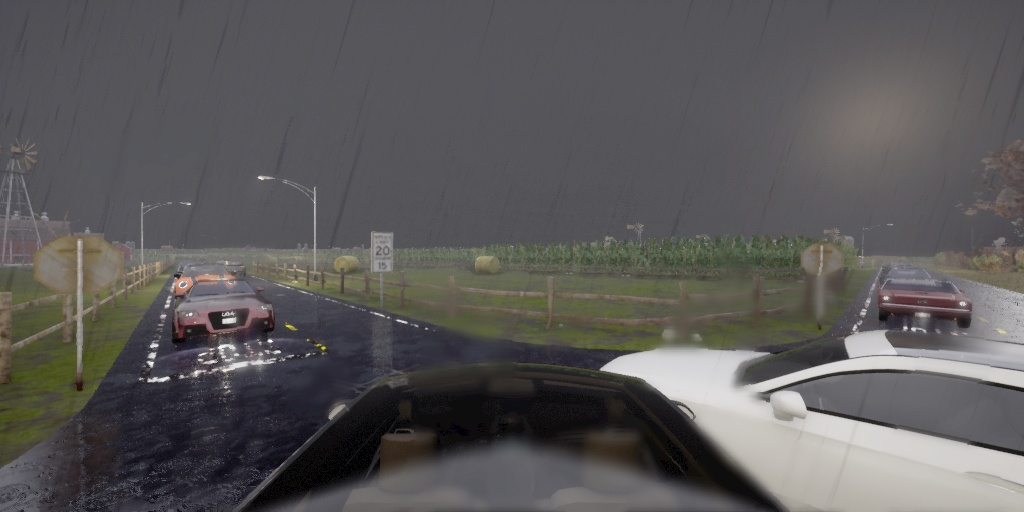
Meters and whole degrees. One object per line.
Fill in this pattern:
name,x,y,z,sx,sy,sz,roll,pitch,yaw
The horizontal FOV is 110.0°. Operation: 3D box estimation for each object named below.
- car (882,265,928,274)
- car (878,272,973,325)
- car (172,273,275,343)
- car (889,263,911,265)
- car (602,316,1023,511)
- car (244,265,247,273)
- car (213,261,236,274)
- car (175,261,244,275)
car,20.334,1.368,18.440,5.357,1.411,2.033,0,1,-44
car,13.353,1.400,11.773,4.718,1.301,1.895,0,1,-44
car,-8.081,1.362,9.984,1.994,1.385,4.181,0,0,-43
car,26.996,1.408,24.793,4.181,1.385,1.994,0,1,-44
car,2.808,1.293,2.556,1.812,1.442,4.674,0,1,-45
car,-27.497,1.311,35.415,2.128,1.511,4.902,0,0,-42
car,-34.327,1.338,42.774,1.837,1.490,4.892,0,0,-42
car,-13.952,1.152,16.383,2.097,1.767,4.553,0,0,-43
